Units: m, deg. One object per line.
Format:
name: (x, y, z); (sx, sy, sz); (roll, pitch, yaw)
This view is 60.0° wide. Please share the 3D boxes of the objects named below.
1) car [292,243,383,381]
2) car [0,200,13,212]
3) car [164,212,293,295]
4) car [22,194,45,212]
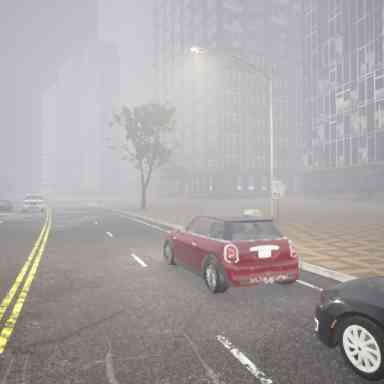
car: (3.632, 1.505, 3.322); (1.837, 1.490, 4.892); (0, 0, -35)
car: (-21.680, 1.602, 38.052); (1.994, 1.385, 4.181); (0, 0, -24)
car: (0.777, 1.354, 9.136); (2.097, 1.767, 4.553); (0, 0, -22)
car: (-18.696, 1.263, 39.340); (2.150, 2.045, 5.566); (0, 0, -24)
